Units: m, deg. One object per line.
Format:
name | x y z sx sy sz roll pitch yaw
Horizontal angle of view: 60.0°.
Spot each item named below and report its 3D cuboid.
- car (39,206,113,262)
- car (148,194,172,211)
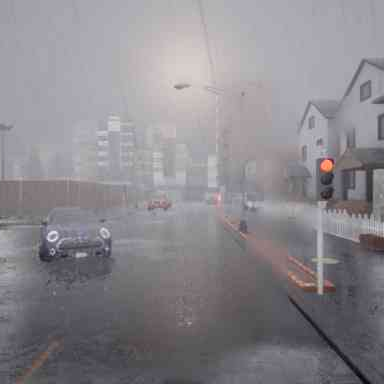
car | -4.357 1.352 12.260 2.097 1.767 4.553 -1 0 -25
car | -4.079 1.221 41.202 2.150 2.045 5.566 0 0 0
